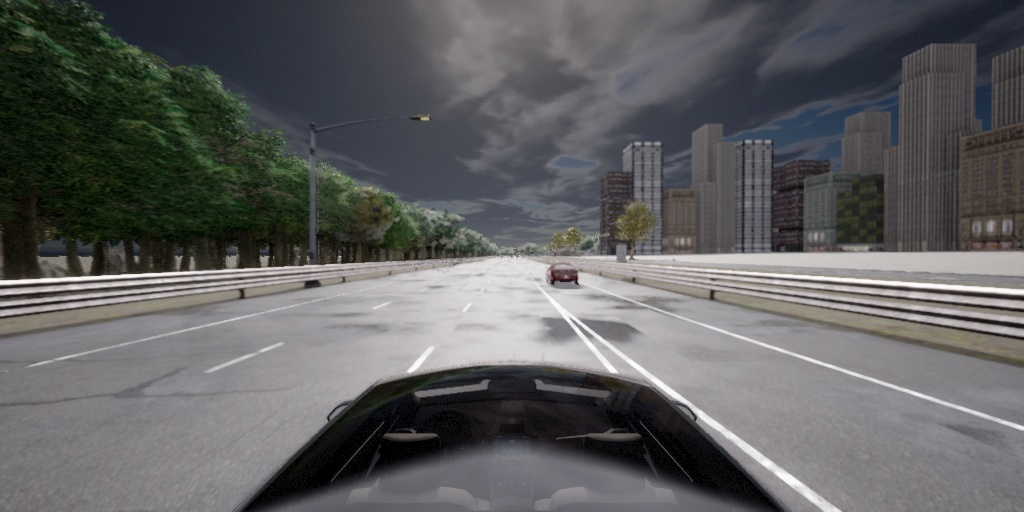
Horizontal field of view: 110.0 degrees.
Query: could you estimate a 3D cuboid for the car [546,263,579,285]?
[{"bbox_3d":[3.539,1.231,25.965,1.882,1.535,5.008,0,0,0],"label":"car"}]
